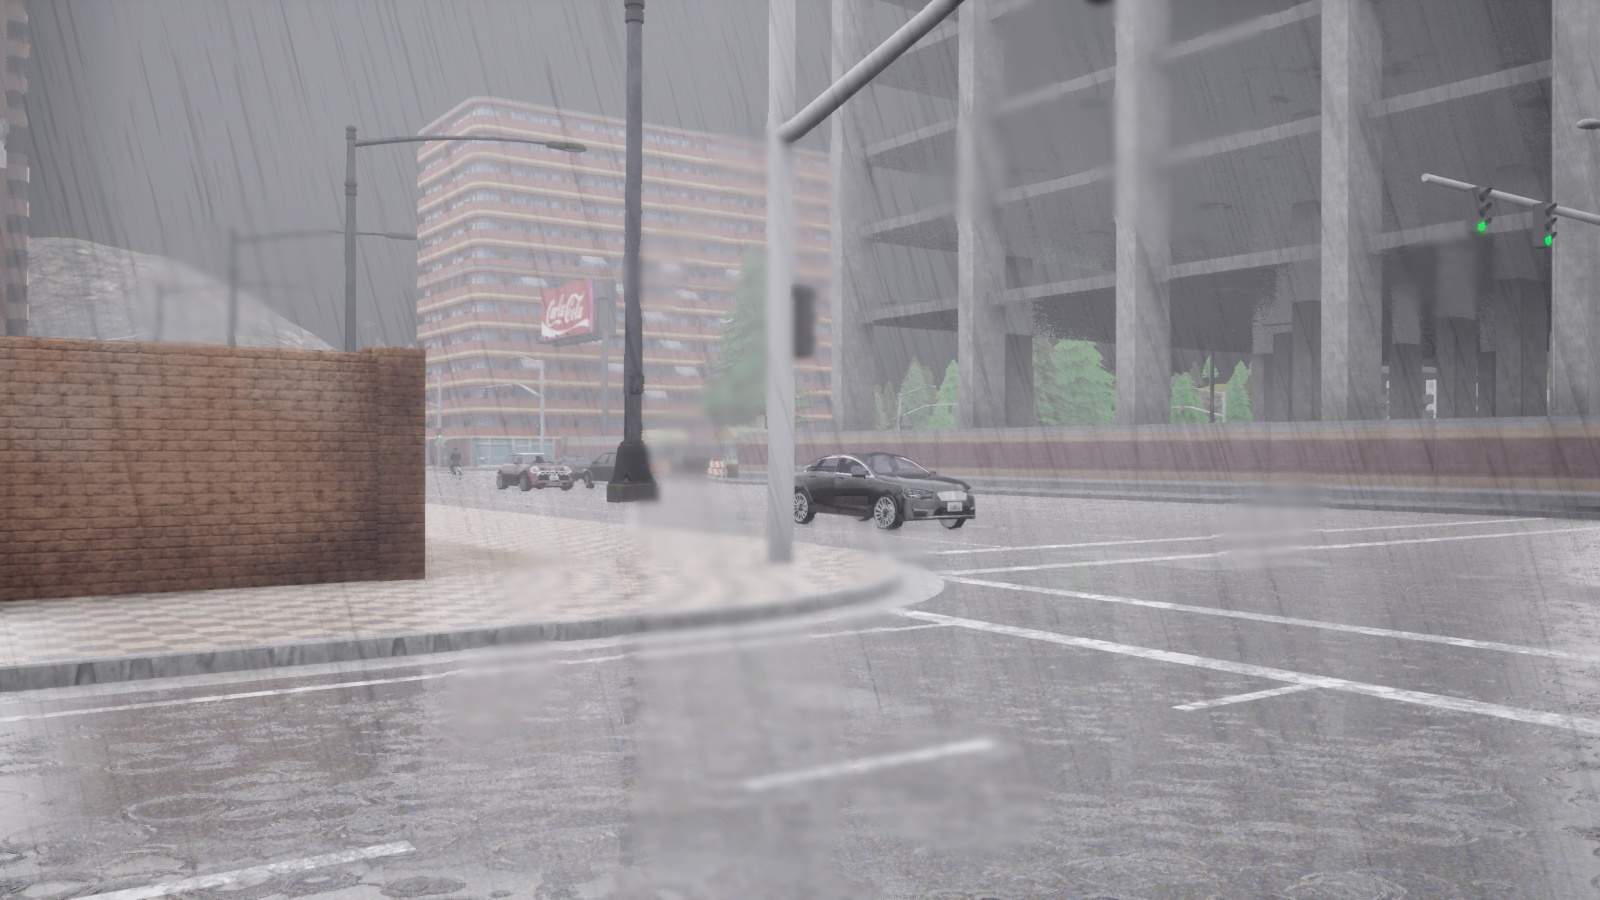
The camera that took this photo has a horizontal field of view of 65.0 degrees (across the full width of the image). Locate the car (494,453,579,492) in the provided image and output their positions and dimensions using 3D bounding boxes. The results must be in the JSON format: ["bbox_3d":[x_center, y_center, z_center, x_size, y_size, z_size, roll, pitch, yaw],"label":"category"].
[{"bbox_3d":[-10.346,0.852,49.176,1.970,1.475,3.806,0,0,-34],"label":"car"}]

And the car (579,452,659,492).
[{"bbox_3d":[-7.405,0.864,51.076,1.789,1.549,3.705,0,0,-34],"label":"car"}]

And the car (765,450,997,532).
[{"bbox_3d":[1.523,0.760,25.587,2.128,1.511,4.902,0,0,-34],"label":"car"}]

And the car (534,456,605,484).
[{"bbox_3d":[-11.719,0.989,63.607,1.994,1.385,4.181,0,0,-34],"label":"car"}]
